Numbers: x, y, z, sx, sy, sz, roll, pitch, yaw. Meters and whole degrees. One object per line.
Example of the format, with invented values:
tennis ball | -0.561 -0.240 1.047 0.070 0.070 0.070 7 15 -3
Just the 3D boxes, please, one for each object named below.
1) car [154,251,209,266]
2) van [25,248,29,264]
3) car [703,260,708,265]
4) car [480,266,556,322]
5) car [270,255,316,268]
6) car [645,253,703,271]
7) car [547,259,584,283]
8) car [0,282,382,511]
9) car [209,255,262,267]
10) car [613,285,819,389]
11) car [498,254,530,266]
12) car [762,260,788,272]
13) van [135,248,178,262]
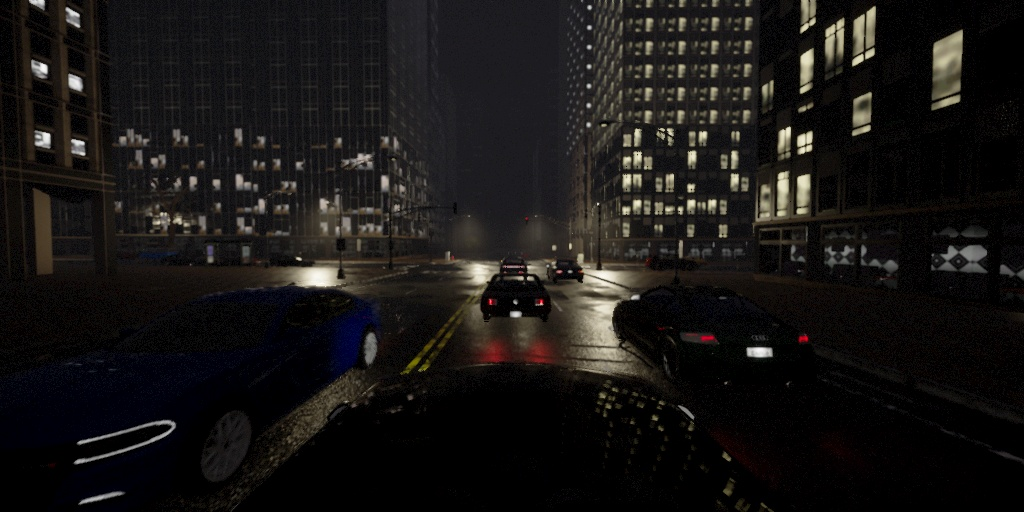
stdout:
car | -34.085 0.437 37.450 4.313 1.339 1.948 0 0 1
van | -51.129 0.047 37.851 3.998 1.789 1.690 0 0 1
car | 21.818 0.633 44.889 4.829 1.417 1.751 0 0 1
car | 0.104 1.176 11.471 1.895 1.301 4.718 0 1 0
car | -22.720 0.547 37.142 4.313 1.339 1.948 0 0 1
car | 16.204 0.653 36.608 5.009 1.841 2.192 0 0 1
car | 3.357 0.910 23.170 2.033 1.411 5.357 0 1 0
car | -3.348 1.174 4.674 1.882 1.535 5.008 0 1 0
car | -28.404 0.509 37.276 4.207 1.307 1.802 0 0 1
car | 3.340 1.222 6.798 1.994 1.385 4.181 0 1 1
car | 0.108 0.834 24.242 2.128 1.511 4.902 0 1 0
car | 27.653 0.966 36.410 4.829 1.417 1.751 0 0 1
van | -45.273 -0.180 46.108 3.998 1.789 1.690 0 0 1
